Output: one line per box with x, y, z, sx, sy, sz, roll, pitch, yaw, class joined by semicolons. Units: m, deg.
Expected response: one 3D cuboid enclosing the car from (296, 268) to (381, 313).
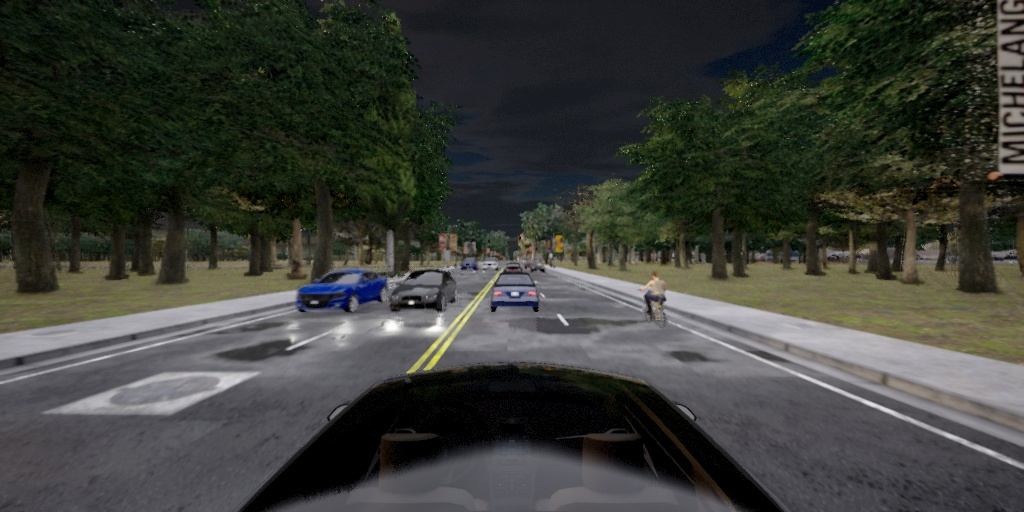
-6.599;1.290;14.486;1.882;1.535;5.008;0;0;0;car

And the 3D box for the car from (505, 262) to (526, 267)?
0.103;1.421;35.322;1.837;1.490;4.892;0;0;0;car

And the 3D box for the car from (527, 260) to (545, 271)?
3.356;1.582;47.982;1.895;1.301;4.718;0;0;0;car

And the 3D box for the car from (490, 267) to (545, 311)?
0.101;1.361;14.784;2.033;1.411;5.357;0;0;0;car

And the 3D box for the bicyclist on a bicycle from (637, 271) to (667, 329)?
4.163;1.229;10.487;0.866;1.612;1.509;0;0;0;bicyclist on a bicycle

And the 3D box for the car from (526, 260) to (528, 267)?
3.317;1.421;64.248;2.097;1.767;4.553;0;0;0;car

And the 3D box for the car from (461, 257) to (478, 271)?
-6.550;1.243;56.007;2.150;2.045;5.566;0;0;1;car

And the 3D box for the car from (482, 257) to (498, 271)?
-3.300;1.241;55.699;2.150;2.045;5.566;0;0;1;car

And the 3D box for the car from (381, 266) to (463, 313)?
-3.348;1.317;14.355;1.837;1.490;4.892;0;0;0;car
